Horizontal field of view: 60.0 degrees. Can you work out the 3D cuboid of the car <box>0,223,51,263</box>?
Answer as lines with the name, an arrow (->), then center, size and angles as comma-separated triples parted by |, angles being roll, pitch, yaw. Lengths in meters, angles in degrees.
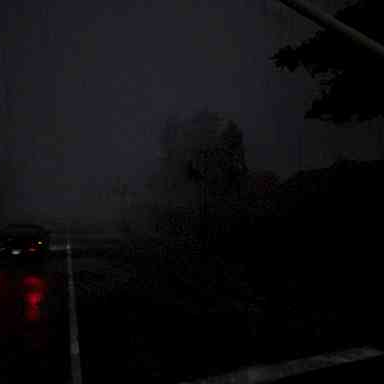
car -> -6.985, 2.022, 13.842 | 1.812, 1.442, 4.674 | 4, -4, -21

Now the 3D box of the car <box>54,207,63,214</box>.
car -> -32.484, 4.508, 81.004 | 1.994, 1.385, 4.181 | 4, -3, -21
